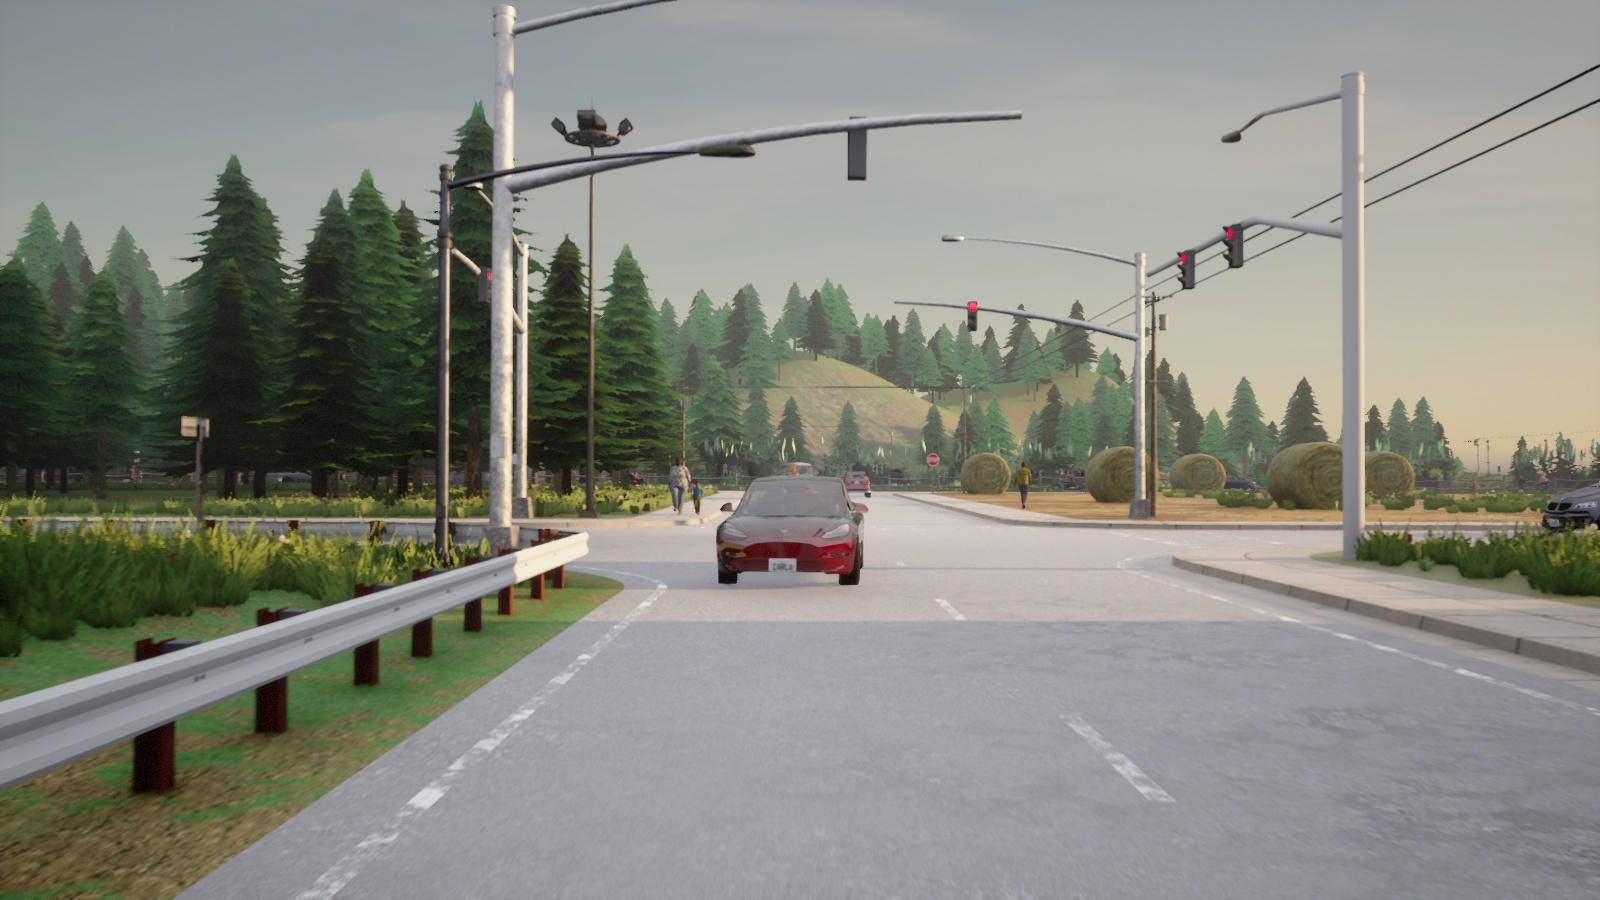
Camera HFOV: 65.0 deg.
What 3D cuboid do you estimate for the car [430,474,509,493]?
[{"bbox_3d":[-24.612,2.495,93.581,5.357,1.411,2.033,0,-1,1],"label":"car"}]

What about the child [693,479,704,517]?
[{"bbox_3d":[-3.233,1.533,40.009,0.343,1.192,0.448,0,-1,0],"label":"child"}]

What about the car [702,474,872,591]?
[{"bbox_3d":[-0.036,1.125,18.843,2.163,1.488,4.792,0,-1,4],"label":"car"}]

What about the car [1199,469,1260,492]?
[{"bbox_3d":[29.967,2.106,87.680,3.705,1.549,1.789,0,-1,3],"label":"car"}]

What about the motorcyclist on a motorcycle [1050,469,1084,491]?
[{"bbox_3d":[19.479,2.186,91.667,2.350,1.649,0.766,0,-1,3],"label":"motorcyclist on a motorcycle"}]

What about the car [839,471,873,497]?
[{"bbox_3d":[3.319,2.026,74.897,1.789,1.549,3.705,0,-2,0],"label":"car"}]

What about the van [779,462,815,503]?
[{"bbox_3d":[-0.155,1.630,63.427,1.775,1.987,4.442,0,-1,0],"label":"van"}]

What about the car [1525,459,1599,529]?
[{"bbox_3d":[20.925,1.066,31.103,4.611,1.667,2.242,0,-1,-1],"label":"car"}]

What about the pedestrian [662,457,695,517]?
[{"bbox_3d":[-3.806,1.145,39.446,0.874,1.855,0.900,0,-1,4],"label":"pedestrian"}]

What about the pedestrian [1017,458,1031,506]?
[{"bbox_3d":[8.514,1.217,47.757,0.370,1.835,0.726,-1,-1,20],"label":"pedestrian"}]
